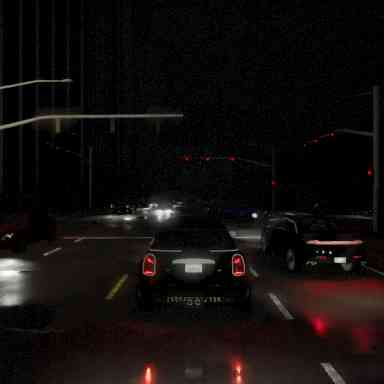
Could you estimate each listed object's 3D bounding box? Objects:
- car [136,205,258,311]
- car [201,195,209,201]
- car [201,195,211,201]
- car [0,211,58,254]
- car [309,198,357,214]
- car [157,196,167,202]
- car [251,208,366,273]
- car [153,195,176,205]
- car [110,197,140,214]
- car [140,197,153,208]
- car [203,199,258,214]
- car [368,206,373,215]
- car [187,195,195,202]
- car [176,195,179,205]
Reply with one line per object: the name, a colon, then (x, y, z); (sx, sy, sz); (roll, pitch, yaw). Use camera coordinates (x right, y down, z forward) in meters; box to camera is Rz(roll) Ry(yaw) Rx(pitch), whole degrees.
car: (0.042, 1.352, 7.931); (2.097, 1.767, 4.553); (0, 0, 0)
car: (3.334, 1.478, 87.928); (1.882, 1.535, 5.008); (0, 0, 0)
car: (3.353, 1.500, 77.829); (1.837, 1.490, 4.892); (0, 0, 0)
car: (-7.126, 1.525, 13.733); (1.812, 1.442, 4.674); (0, 0, 0)
car: (14.606, 1.407, 34.682); (4.553, 1.767, 2.097); (0, 0, 2)
car: (-7.150, 1.563, 79.176); (1.895, 1.301, 4.718); (0, 0, 0)
car: (3.599, 1.492, 10.741); (2.128, 1.511, 4.902); (0, 0, -3)
car: (-3.577, 1.491, 43.903); (2.128, 1.511, 4.902); (0, 0, -3)
car: (-7.167, 1.387, 34.981); (2.097, 1.767, 4.553); (0, 0, 0)
car: (-7.188, 1.525, 47.863); (1.812, 1.442, 4.674); (0, 0, 0)
car: (4.004, 1.571, 28.637); (5.357, 1.411, 2.033); (0, 0, 26)
car: (19.117, 1.560, 31.129); (4.892, 1.490, 1.837); (0, 0, 0)
car: (-0.147, 1.478, 77.845); (1.882, 1.535, 5.008); (0, 0, 0)
car: (-3.691, 1.505, 58.266); (1.837, 1.490, 4.892); (0, 0, 0)
